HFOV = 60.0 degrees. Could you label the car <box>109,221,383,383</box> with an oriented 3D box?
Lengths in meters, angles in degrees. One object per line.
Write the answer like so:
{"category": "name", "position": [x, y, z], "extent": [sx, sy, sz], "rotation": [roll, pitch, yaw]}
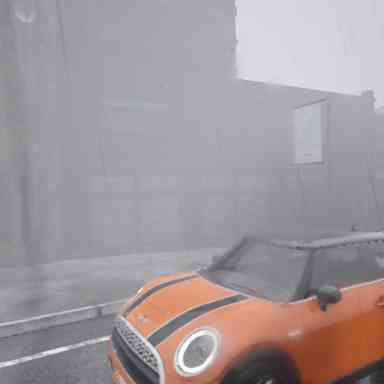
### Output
{"category": "car", "position": [1.275, 1.344, 4.451], "extent": [4.553, 1.767, 2.097], "rotation": [0, 0, -30]}
